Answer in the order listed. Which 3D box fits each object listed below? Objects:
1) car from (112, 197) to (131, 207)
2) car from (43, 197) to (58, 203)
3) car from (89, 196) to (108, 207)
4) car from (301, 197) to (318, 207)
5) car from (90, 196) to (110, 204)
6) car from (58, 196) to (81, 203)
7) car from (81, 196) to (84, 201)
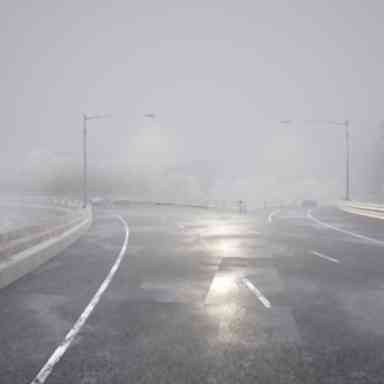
[{"bbox_3d":[-11.677,1.595,54.659,1.882,1.535,5.008,0,0,-30],"label":"car"},{"bbox_3d":[-31.697,1.781,74.713,4.674,1.442,1.812,0,0,42],"label":"car"},{"bbox_3d":[-15.565,1.667,54.338,1.812,1.442,4.674,0,0,-31],"label":"car"},{"bbox_3d":[18.415,1.495,51.900,1.812,1.442,4.674,0,-1,27],"label":"car"},{"bbox_3d":[-20.007,1.697,72.361,2.128,1.511,4.902,0,0,-42],"label":"car"},{"bbox_3d":[-27.951,1.590,75.896,2.097,1.767,4.553,0,0,-45],"label":"car"},{"bbox_3d":[-26.936,1.615,79.853,4.181,1.385,1.994,0,0,42],"label":"car"}]
